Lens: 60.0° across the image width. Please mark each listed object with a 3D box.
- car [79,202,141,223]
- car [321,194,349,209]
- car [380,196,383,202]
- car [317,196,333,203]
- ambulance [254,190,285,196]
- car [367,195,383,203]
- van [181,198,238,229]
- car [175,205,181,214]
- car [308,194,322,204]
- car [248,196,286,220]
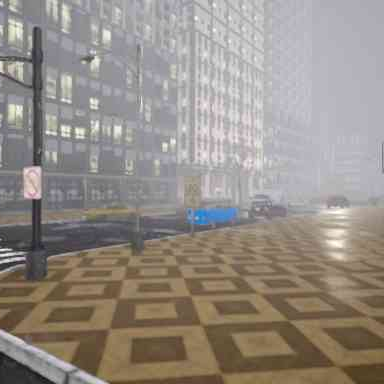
[{"bbox_3d":[-6.005,1.418,24.824,1.752,1.417,4.829,1,0,38],"label":"car"},{"bbox_3d":[19.897,1.304,45.407,2.192,1.841,5.009,0,0,38],"label":"car"},{"bbox_3d":[47.001,1.630,80.711,1.947,1.339,4.313,0,0,38],"label":"car"},{"bbox_3d":[27.199,1.515,67.859,2.008,1.369,4.403,0,0,38],"label":"car"},{"bbox_3d":[8.948,0.962,39.868,2.351,2.431,6.366,1,0,38],"label":"ambulance"},{"bbox_3d":[36.836,1.600,67.472,1.947,1.339,4.313,0,0,38],"label":"car"},{"bbox_3d":[1.390,1.297,21.119,1.690,1.788,3.998,1,0,38],"label":"van"},{"bbox_3d":[0.093,1.484,32.555,1.802,1.307,4.206,1,0,38],"label":"car"},{"bbox_3d":[23.812,1.270,63.446,2.192,1.841,5.009,0,0,38],"label":"car"},{"bbox_3d":[6.343,1.403,27.755,1.967,1.590,4.097,1,0,38],"label":"car"}]
